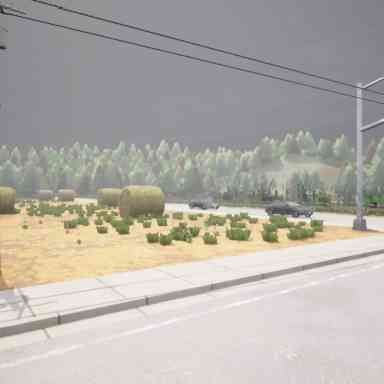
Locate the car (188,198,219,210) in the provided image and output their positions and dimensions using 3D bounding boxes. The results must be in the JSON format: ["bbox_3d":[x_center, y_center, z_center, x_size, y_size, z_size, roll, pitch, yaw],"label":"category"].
[{"bbox_3d":[1.404,1.453,40.926,2.128,1.511,4.902,0,0,-33],"label":"car"}]

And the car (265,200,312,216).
[{"bbox_3d":[8.572,1.491,29.782,1.812,1.442,4.674,0,0,-33],"label":"car"}]
